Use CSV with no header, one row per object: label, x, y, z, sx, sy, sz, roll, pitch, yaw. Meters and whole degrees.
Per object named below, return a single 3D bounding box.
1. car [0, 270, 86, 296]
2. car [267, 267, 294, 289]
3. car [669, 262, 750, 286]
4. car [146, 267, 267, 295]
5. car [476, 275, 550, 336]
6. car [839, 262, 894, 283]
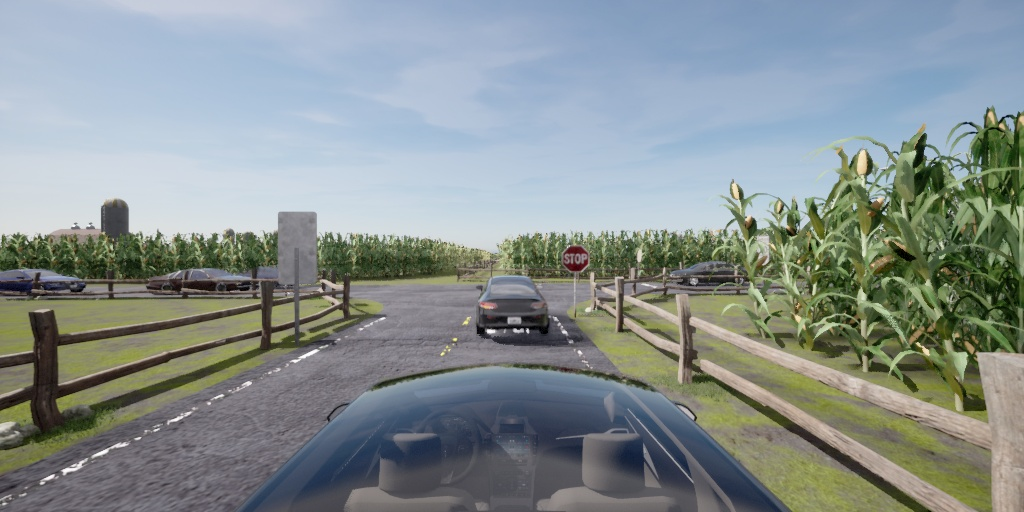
car,-27.380,1.491,20.475,4.674,1.442,1.812,0,0,0
car,-16.463,1.422,23.413,4.181,1.385,1.994,0,0,0
car,12.816,1.148,23.336,4.892,1.490,1.837,0,0,-1
car,-17.533,1.433,20.464,5.357,1.411,2.033,0,0,0
car,-0.054,1.276,10.342,1.812,1.442,4.674,0,0,-3
car,23.592,1.098,23.359,4.674,1.442,1.812,0,0,0
